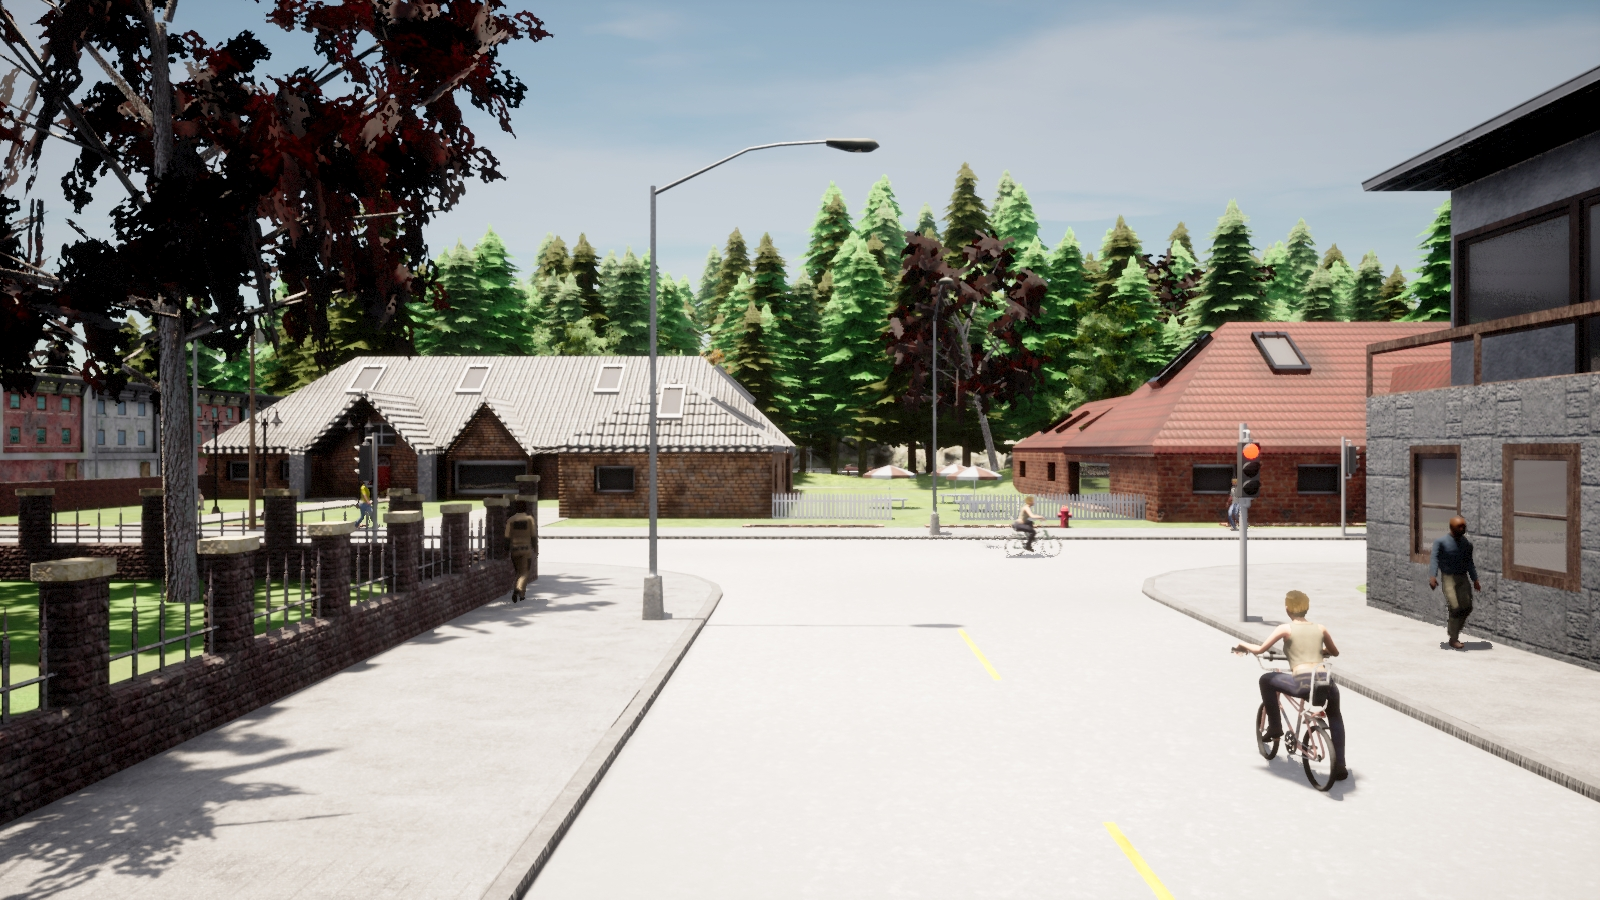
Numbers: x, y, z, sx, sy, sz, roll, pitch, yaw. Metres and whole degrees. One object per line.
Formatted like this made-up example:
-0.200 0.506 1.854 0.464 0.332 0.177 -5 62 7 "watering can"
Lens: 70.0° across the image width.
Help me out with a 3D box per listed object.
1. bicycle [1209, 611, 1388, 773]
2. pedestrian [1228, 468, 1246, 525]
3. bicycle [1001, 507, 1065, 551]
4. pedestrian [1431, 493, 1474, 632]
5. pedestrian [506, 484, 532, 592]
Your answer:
4.247 2.036 9.857 0.859 1.080 1.487 0 0 -2 "bicycle"
14.470 1.524 37.828 0.375 1.860 0.375 0 0 -24 "pedestrian"
6.049 2.036 29.689 1.487 1.080 0.859 0 0 1 "bicycle"
8.858 1.516 15.515 0.375 1.860 0.375 0 0 0 "pedestrian"
-4.914 1.523 19.966 0.375 1.860 0.375 0 0 -2 "pedestrian"
